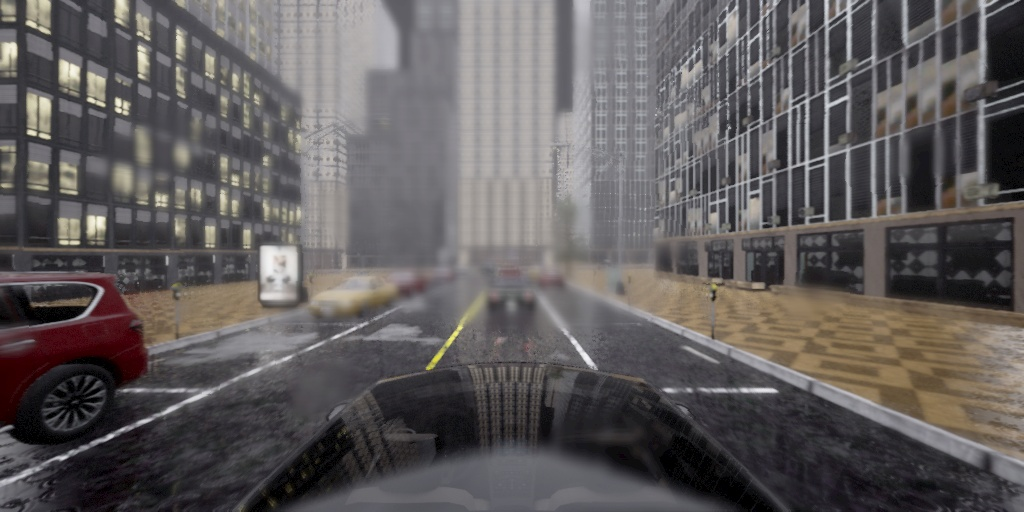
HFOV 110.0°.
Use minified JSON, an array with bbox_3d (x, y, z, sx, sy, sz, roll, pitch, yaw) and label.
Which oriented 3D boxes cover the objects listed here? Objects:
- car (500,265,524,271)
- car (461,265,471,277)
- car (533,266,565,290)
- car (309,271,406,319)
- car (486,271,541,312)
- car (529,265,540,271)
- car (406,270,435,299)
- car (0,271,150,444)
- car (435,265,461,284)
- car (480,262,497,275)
[{"bbox_3d":[0.002,1.524,31.075,1.882,1.535,5.008,0,0,0],"label":"car"},{"bbox_3d":[-5.720,1.703,41.476,2.007,1.370,4.403,0,0,0],"label":"car"},{"bbox_3d":[2.673,1.566,24.804,1.802,1.307,4.207,0,0,0],"label":"car"},{"bbox_3d":[-5.701,1.397,13.510,1.751,1.417,4.829,0,0,0],"label":"car"},{"bbox_3d":[0.004,1.486,15.085,1.895,1.301,4.718,0,-1,0],"label":"car"},{"bbox_3d":[2.664,1.622,36.093,1.751,1.417,4.829,0,0,0],"label":"car"},{"bbox_3d":[-5.704,1.472,19.239,1.888,1.381,4.507,0,0,0],"label":"car"},{"bbox_3d":[-5.692,1.074,2.562,2.192,1.841,5.009,0,0,0],"label":"car"},{"bbox_3d":[-5.712,1.622,30.358,1.802,1.307,4.207,0,0,0],"label":"car"},{"bbox_3d":[-3.056,1.565,47.464,2.097,1.767,4.553,0,0,0],"label":"car"}]
